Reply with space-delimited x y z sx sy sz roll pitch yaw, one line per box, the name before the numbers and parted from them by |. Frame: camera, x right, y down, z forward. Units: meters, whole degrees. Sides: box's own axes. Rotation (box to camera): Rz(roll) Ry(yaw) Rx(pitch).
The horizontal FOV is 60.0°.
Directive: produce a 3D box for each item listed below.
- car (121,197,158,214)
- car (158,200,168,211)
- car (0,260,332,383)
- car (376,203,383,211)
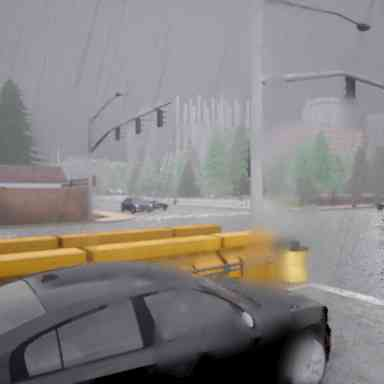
car | -5.904 1.316 35.432 2.097 1.767 4.553 0 0 -33
car | -4.668 1.557 39.924 1.895 1.301 4.718 0 0 -33
car | -0.564 1.474 3.385 5.008 1.535 1.882 0 0 -36
car | 22.582 1.505 37.286 4.718 1.301 1.895 0 0 -35
